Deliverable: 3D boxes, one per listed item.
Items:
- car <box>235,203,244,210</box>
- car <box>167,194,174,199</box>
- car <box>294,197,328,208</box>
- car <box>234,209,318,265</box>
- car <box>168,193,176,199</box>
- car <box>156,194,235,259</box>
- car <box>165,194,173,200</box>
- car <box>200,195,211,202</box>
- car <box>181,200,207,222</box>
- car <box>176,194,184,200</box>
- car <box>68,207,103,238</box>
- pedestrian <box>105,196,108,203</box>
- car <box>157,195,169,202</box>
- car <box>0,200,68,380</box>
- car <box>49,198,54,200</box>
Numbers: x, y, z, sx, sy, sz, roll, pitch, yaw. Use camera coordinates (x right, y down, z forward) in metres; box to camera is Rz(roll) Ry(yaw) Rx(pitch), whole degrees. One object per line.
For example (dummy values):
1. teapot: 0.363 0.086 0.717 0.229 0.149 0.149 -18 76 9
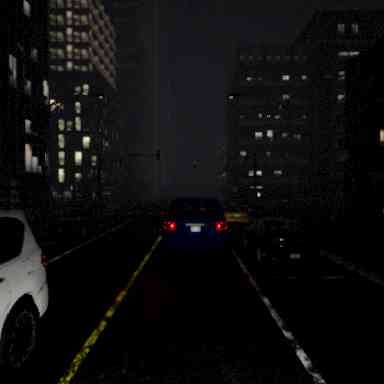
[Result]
1. car: 2.802 1.417 22.685 1.752 1.417 4.829 -1 0 0
2. car: -5.720 1.170 88.740 1.802 1.307 4.206 -1 0 0
3. car: 16.305 1.416 45.652 4.403 1.369 2.008 0 1 1
4. car: 2.805 1.496 11.227 2.008 1.369 4.403 -1 0 0
5. car: -5.722 1.108 94.395 1.887 1.381 4.507 -1 0 0
6. car: 0.096 1.162 12.442 2.150 2.045 5.566 0 0 0
7. car: -5.719 1.159 83.086 1.887 1.381 4.507 -1 0 0
8. car: 2.664 1.241 66.124 2.008 1.369 4.403 -1 0 0
9. car: 0.093 1.404 25.650 1.812 1.442 4.674 0 0 -2
10. car: -3.017 1.163 83.831 1.994 1.385 4.181 0 0 0
11. car: -5.835 1.464 16.927 1.887 1.381 4.507 -1 0 0
12. pedestrian: -12.558 1.080 48.989 0.500 1.100 0.500 0 1 1
13. car: -5.716 1.257 66.122 1.947 1.339 4.313 -1 0 0
14. car: -3.101 1.209 2.519 2.150 2.045 5.566 0 0 0
15. car: -21.671 1.068 46.140 4.829 1.417 1.752 0 1 1
